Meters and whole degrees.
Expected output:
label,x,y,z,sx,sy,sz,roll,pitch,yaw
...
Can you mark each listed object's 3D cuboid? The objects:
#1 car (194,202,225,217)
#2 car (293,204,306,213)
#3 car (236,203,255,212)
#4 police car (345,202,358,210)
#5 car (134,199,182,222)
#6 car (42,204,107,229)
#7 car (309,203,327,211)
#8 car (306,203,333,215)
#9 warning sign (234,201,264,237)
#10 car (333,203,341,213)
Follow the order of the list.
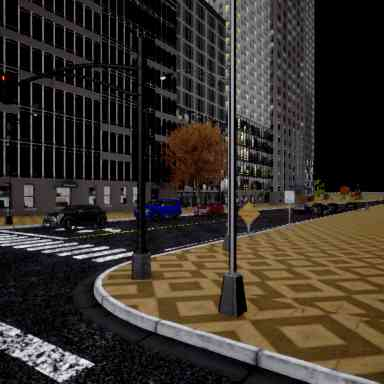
label,x,y,z,sx,sy,sz,roll,pitch,yaw
car,2.129,1.995,40.378,2.097,1.767,4.553,0,-1,33
car,17.155,2.507,51.327,2.033,1.411,5.357,0,-1,32
car,7.630,2.371,48.835,2.033,1.411,5.357,0,-1,33
police car,31.587,2.738,65.790,1.930,1.638,5.238,0,-1,33
car,-3.171,1.689,32.166,2.150,2.045,5.566,0,-1,33
car,-8.390,1.648,24.075,2.097,1.767,4.553,0,-1,33
car,22.812,2.690,60.097,2.033,1.411,5.357,0,-1,33
car,17.765,2.399,46.272,1.837,1.490,4.892,0,-1,33
warning sign,3.164,1.454,18.528,1.300,1.860,1.060,1,1,33
car,23.166,2.574,54.659,1.837,1.490,4.892,0,-1,33
